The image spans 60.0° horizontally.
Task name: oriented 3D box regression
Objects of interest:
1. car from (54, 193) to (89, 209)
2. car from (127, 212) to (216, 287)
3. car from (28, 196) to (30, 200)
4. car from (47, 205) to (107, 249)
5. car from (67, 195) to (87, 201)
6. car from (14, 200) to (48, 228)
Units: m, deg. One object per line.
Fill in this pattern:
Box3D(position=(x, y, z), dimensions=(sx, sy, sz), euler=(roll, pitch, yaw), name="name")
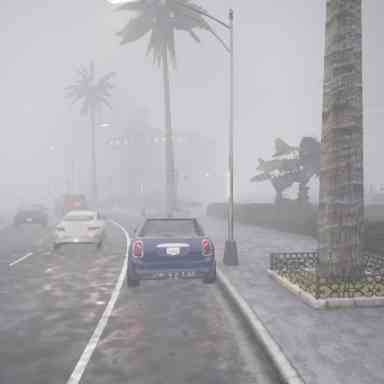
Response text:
Box3D(position=(-11.071, 1.214, 30.381), dimensions=(2.150, 2.045, 5.566), euler=(0, 0, -31), name="car")
Box3D(position=(-0.703, 1.352, 9.627), dimensions=(2.097, 1.767, 4.553), euler=(0, 0, -7), name="car")
Box3D(position=(-36.889, 1.225, 70.776), dimensions=(4.553, 1.767, 2.185), euler=(0, 0, 22), name="car")
Box3D(position=(-4.765, 1.522, 14.485), dimensions=(1.812, 1.442, 4.674), euler=(0, 0, -12), name="car")
Box3D(position=(-30.303, 1.551, 87.636), dimensions=(4.718, 1.301, 1.895), euler=(0, 0, 22), name="car")
Box3D(position=(-10.762, 1.517, 22.389), dimensions=(1.812, 1.442, 4.674), euler=(0, 0, -22), name="car")
